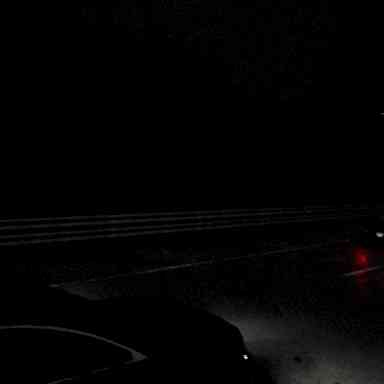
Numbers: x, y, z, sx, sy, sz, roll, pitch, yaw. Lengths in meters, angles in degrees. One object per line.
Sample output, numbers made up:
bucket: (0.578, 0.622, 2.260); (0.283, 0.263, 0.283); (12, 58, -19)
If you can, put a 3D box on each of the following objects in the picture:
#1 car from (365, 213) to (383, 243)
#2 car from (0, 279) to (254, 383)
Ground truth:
car: (9.490, 1.539, 14.811); (4.674, 1.442, 1.812); (0, 1, -36)
car: (-1.636, 1.505, 2.578); (4.892, 1.490, 1.837); (0, 0, -36)
